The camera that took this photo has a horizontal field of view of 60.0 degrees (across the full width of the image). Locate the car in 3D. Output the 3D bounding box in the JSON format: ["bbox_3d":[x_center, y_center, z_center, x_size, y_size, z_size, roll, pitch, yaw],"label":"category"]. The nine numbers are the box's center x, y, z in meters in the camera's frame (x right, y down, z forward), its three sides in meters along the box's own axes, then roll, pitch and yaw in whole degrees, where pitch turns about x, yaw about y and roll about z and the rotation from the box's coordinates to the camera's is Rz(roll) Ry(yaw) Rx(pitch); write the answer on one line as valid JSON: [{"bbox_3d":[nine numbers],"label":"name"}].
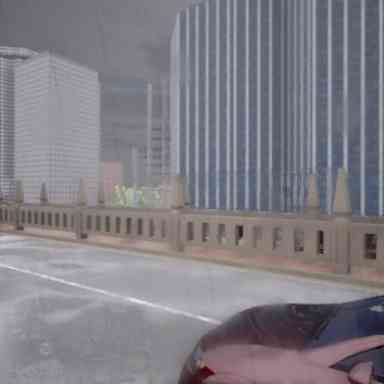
[{"bbox_3d":[1.925,1.564,2.618,4.181,1.385,1.994,0,0,36],"label":"car"}]
